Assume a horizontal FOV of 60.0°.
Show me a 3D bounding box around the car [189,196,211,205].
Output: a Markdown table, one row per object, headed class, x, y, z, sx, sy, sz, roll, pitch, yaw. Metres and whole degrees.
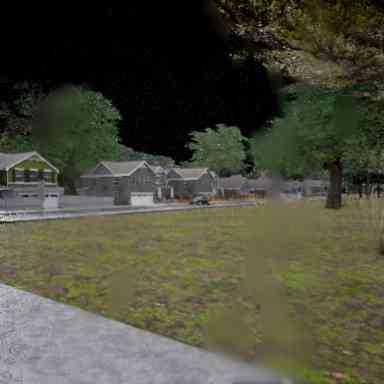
| class | x | y | z | sx | sy | sz | roll | pitch | yaw |
| --- | --- | --- | --- | --- | --- | --- | --- | --- | --- |
| car | 1.436 | 1.444 | 55.841 | 1.837 | 1.490 | 4.892 | 0 | 0 | 35 |
